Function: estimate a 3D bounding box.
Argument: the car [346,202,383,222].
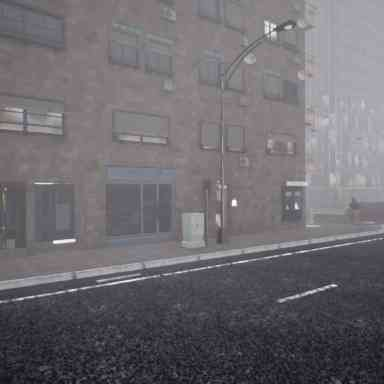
[{"bbox_3d":[14.562,1.558,26.040,2.097,1.767,4.553,-1,-1,-30],"label":"car"}]

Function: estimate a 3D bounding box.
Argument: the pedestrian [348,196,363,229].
[{"bbox_3d":[9.243,1.148,18.822,0.375,1.860,0.375,-1,0,-35],"label":"pedestrian"}]
